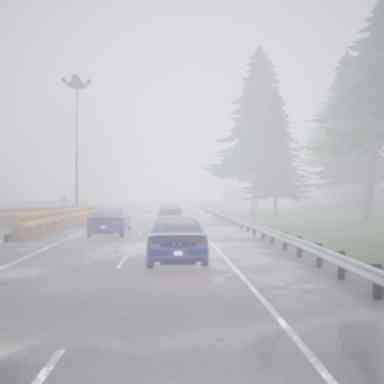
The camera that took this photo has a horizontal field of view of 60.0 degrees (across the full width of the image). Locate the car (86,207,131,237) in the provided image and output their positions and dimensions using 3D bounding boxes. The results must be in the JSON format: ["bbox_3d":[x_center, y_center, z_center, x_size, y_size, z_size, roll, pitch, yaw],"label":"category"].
[{"bbox_3d":[-4.560,1.565,18.767,1.882,1.535,5.008,0,0,-4],"label":"car"}]

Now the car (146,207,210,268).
[{"bbox_3d":[-0.538,1.529,11.576,1.882,1.535,5.008,0,0,-4],"label":"car"}]

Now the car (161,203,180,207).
[{"bbox_3d":[-1.731,1.595,26.536,1.882,1.535,5.008,0,0,-5],"label":"car"}]
